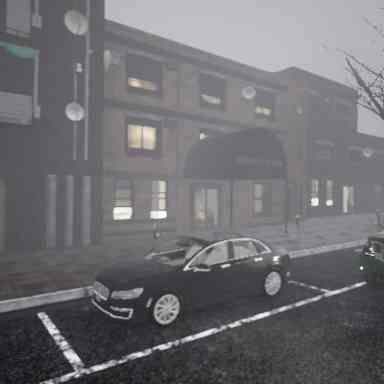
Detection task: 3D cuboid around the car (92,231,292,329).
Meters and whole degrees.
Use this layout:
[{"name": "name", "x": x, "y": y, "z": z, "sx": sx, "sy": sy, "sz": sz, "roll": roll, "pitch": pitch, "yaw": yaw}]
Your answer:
[{"name": "car", "x": 0.211, "y": 1.535, "z": 6.853, "sx": 4.403, "sy": 1.369, "sz": 2.008, "roll": 0, "pitch": 1, "yaw": -35}]

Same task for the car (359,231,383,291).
[{"name": "car", "x": 6.226, "y": 1.187, "z": 7.805, "sx": 5.566, "sy": 2.045, "sz": 2.150, "roll": 0, "pitch": 0, "yaw": -35}]

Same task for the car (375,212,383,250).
[{"name": "car", "x": 9.438, "y": 1.488, "z": 13.356, "sx": 4.507, "sy": 1.381, "sz": 1.887, "roll": 0, "pitch": 1, "yaw": -35}]
